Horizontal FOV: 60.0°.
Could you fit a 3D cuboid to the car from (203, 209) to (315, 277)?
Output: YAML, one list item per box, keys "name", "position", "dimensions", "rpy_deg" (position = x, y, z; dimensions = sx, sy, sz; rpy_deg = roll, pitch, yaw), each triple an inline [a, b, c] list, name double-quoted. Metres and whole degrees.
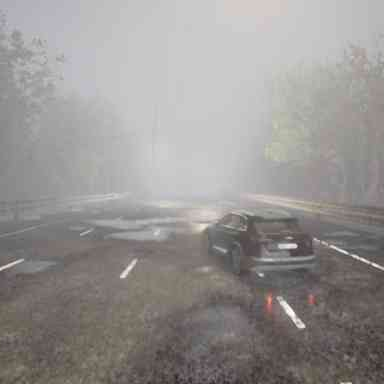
- name: "car"
  position: [1.741, 1.305, 9.905]
  dimensions: [2.033, 1.649, 4.856]
  rpy_deg: [0, 1, -12]
